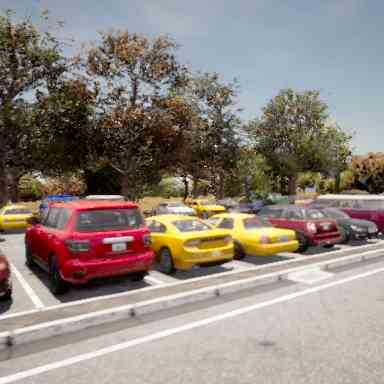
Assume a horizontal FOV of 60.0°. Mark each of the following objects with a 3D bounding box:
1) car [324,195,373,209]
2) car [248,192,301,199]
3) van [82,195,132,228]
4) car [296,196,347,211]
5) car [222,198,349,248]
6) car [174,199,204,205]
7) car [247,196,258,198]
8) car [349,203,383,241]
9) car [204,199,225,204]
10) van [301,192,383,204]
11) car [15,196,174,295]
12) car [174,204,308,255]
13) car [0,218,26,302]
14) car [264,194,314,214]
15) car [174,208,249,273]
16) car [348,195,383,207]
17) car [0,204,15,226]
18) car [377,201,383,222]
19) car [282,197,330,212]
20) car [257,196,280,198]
[{"bbox_3d":[19.038,1.187,40.678,2.097,1.535,5.008,-1,0,-35],"label":"car"},{"bbox_3d":[7.656,1.066,32.656,2.435,2.045,5.566,-1,0,-35],"label":"car"},{"bbox_3d":[-5.975,1.233,22.991,1.878,1.987,4.442,-1,0,-35],"label":"van"},{"bbox_3d":[14.484,1.241,37.472,2.097,1.535,5.008,-1,0,-35],"label":"car"},{"bbox_3d":[3.692,1.314,13.898,2.185,1.767,4.553,-1,0,-35],"label":"car"},{"bbox_3d":[-1.482,1.454,26.287,2.002,1.452,4.674,-1,0,-35],"label":"car"},{"bbox_3d":[3.077,1.367,29.488,2.231,1.521,4.892,-1,0,-35],"label":"car"},{"bbox_3d":[6.052,1.417,15.599,2.231,1.521,4.892,-1,0,-35],"label":"car"},{"bbox_3d":[0.797,1.390,27.888,2.097,1.535,5.008,-1,0,-35],"label":"car"},{"bbox_3d":[8.267,1.167,17.287,1.878,1.987,4.442,-1,0,-35],"label":"van"},{"bbox_3d":[-3.077,1.256,9.225,2.435,2.045,5.566,-1,0,-35],"label":"car"},{"bbox_3d":[1.392,1.459,12.551,1.946,1.575,5.366,-1,0,-35],"label":"car"},{"bbox_3d":[-5.336,1.570,7.603,2.002,1.452,4.674,-1,0,-35],"label":"car"},{"bbox_3d":[9.938,1.166,34.253,2.185,1.767,4.553,-1,0,-35],"label":"car"},{"bbox_3d":[-0.777,1.484,10.797,2.097,1.535,5.008,-1,0,-35],"label":"car"},{"bbox_3d":[23.598,1.133,43.877,2.231,1.521,4.892,-1,0,-35],"label":"car"},{"bbox_3d":[-10.708,1.502,20.041,1.946,1.575,5.366,-1,0,-35],"label":"car"},{"bbox_3d":[15.171,1.360,21.989,2.002,1.452,4.674,-1,0,-35],"label":"car"},{"bbox_3d":[12.200,1.306,35.880,2.002,1.452,4.674,-1,0,-35],"label":"car"},{"bbox_3d":[5.343,1.371,31.104,2.163,1.488,4.792,-1,0,-35],"label":"car"}]
